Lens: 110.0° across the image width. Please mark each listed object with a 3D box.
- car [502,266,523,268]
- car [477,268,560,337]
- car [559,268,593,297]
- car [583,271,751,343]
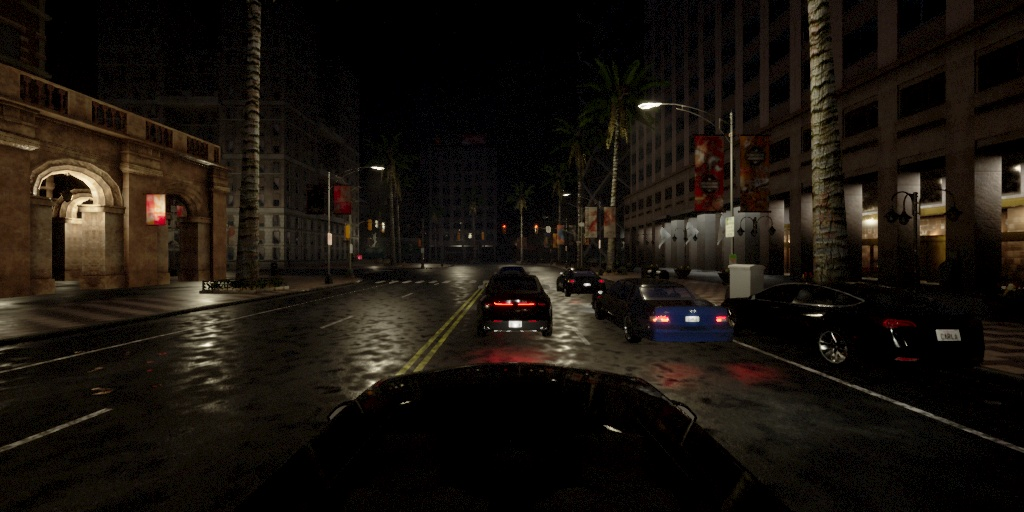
[{"bbox_3d":[0.016,1.276,19.275,1.812,1.442,4.674,0,0,-2],"label":"car"},{"bbox_3d":[0.053,1.254,10.328,1.837,1.490,4.892,0,0,-1],"label":"car"},{"bbox_3d":[3.519,1.314,18.871,1.994,1.385,4.181,0,0,0],"label":"car"},{"bbox_3d":[3.563,1.297,9.628,2.033,1.411,5.357,0,0,0],"label":"car"}]
